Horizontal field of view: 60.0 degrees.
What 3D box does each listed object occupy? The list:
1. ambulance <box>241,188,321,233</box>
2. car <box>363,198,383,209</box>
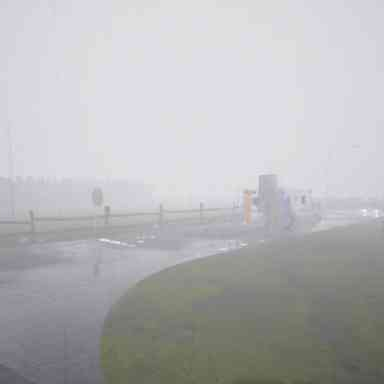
[{"bbox_3d":[5.633,0.998,19.914,2.351,2.431,6.366,1,1,43],"label":"ambulance"},{"bbox_3d":[24.216,1.466,43.838,1.895,1.301,4.718,1,1,44],"label":"car"}]
